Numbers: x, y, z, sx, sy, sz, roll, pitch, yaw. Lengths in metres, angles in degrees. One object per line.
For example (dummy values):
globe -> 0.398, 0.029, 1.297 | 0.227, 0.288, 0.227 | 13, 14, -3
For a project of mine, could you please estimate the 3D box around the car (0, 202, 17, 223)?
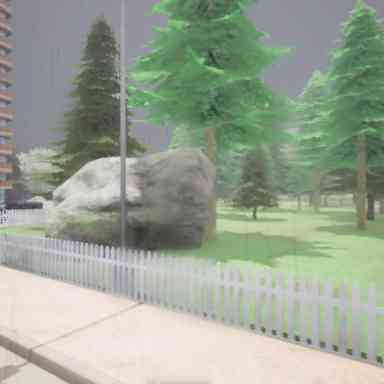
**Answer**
car -> -14.678, 1.310, 22.243 | 2.097, 1.767, 4.553 | 0, 0, 25

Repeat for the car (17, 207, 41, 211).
car -> -19.890, 1.568, 39.527 | 1.895, 1.301, 4.718 | 0, 0, 7
